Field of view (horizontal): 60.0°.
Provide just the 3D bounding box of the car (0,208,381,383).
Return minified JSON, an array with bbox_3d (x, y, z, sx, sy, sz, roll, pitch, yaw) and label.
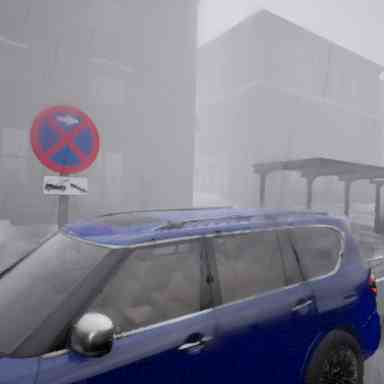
[{"bbox_3d":[-0.464,1.223,3.167,5.566,2.045,2.150,0,0,-34],"label":"car"}]
